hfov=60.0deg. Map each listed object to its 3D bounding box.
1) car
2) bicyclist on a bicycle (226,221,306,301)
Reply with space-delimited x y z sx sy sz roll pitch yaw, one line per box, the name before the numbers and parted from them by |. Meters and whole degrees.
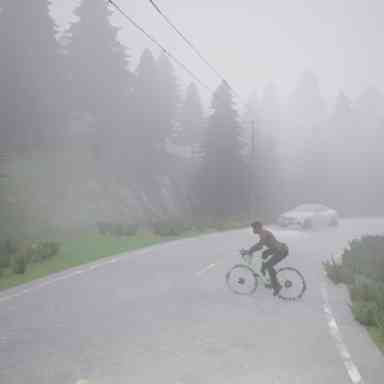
car | 7.417 1.506 21.008 4.674 1.442 1.812 0 0 -37
bicyclist on a bicycle | 1.527 1.446 7.000 1.656 1.620 0.582 0 0 18
